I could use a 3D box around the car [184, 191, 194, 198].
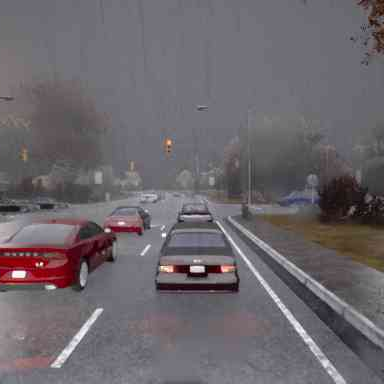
[{"bbox_3d":[-0.449,0.711,86.177,2.128,1.511,4.902,0,1,-4],"label":"car"}]

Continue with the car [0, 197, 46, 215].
[{"bbox_3d":[-16.667,1.273,30.764,4.902,1.511,2.128,0,1,-3],"label":"car"}]

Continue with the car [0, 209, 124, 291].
[{"bbox_3d":[-3.393,1.445,8.993,1.882,1.535,5.008,0,0,0],"label":"car"}]

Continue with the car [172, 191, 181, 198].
[{"bbox_3d":[-3.950,0.782,86.094,1.895,1.301,4.718,0,1,-4],"label":"car"}]

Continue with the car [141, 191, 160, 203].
[{"bbox_3d":[-7.066,0.788,55.236,2.150,2.045,5.566,0,1,0],"label":"car"}]

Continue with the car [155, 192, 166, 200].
[{"bbox_3d":[-7.086,0.868,75.797,2.128,1.511,4.902,0,1,-1],"label":"car"}]

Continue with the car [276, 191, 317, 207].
[{"bbox_3d":[13.785,0.894,43.188,5.566,2.045,2.150,0,1,-4],"label":"car"}]

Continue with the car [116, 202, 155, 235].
[{"bbox_3d":[-3.390,1.457,17.980,1.994,1.385,4.181,0,1,0],"label":"car"}]

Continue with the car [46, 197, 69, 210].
[{"bbox_3d":[-15.506,1.237,34.835,4.902,1.511,2.128,0,1,-10],"label":"car"}]

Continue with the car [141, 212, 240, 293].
[{"bbox_3d":[0.104,1.515,8.919,2.033,1.411,5.357,0,0,0],"label":"car"}]

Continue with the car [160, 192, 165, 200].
[{"bbox_3d":[-7.021,0.959,65.409,2.128,1.511,4.902,0,1,0],"label":"car"}]

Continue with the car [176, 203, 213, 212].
[{"bbox_3d":[0.138,1.379,18.611,2.128,1.511,4.902,0,1,-1],"label":"car"}]

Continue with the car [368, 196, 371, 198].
[{"bbox_3d":[24.086,1.214,43.767,5.357,1.411,2.033,0,1,-3],"label":"car"}]
